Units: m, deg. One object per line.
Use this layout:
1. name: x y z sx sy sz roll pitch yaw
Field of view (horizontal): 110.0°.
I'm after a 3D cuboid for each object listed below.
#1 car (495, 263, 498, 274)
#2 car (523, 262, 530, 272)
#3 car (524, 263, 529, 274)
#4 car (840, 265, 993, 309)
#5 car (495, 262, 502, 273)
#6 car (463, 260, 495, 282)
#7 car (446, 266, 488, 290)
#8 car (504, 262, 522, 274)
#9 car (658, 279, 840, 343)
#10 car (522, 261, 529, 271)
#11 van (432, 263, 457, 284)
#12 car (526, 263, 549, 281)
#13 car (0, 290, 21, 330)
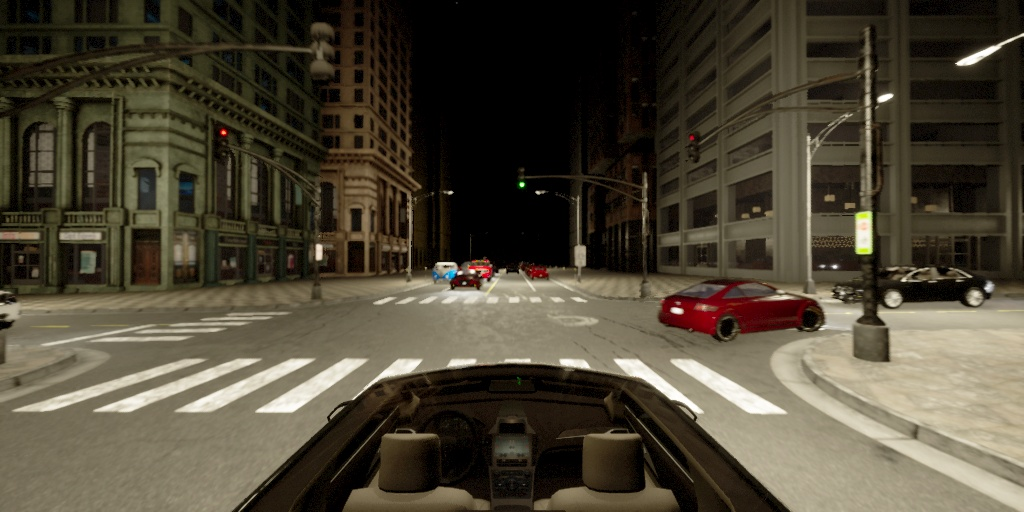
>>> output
1. car: -3.078 1.909 44.796 1.895 1.301 4.718 0 -1 0
2. car: 2.784 1.893 47.808 1.888 1.381 4.507 0 0 0
3. car: 2.784 1.820 42.283 1.888 1.381 4.507 0 0 0
4. car: 14.913 1.120 13.532 4.892 1.490 1.837 -1 -1 0
5. car: -3.026 2.007 54.875 1.994 1.385 4.181 0 -1 2
6. car: -3.096 1.399 34.994 2.150 2.045 5.566 0 -1 0
7. car: -3.087 1.616 25.364 1.994 1.385 4.181 0 -1 1
8. car: 0.107 1.994 53.942 1.994 1.385 4.181 0 -1 0
9. car: 6.098 1.305 9.632 4.181 1.385 1.994 -1 0 -16
10. car: 2.784 1.947 53.502 1.751 1.417 4.829 0 0 0
11. van: -5.772 1.470 31.253 1.690 1.789 3.998 0 0 0
12. car: 2.785 1.746 36.758 1.888 1.381 4.507 0 0 0
13. car: -18.077 1.374 10.496 5.566 2.045 2.150 -1 -1 4
